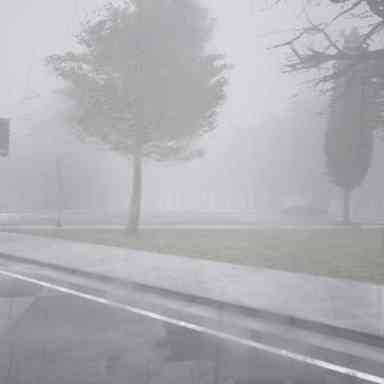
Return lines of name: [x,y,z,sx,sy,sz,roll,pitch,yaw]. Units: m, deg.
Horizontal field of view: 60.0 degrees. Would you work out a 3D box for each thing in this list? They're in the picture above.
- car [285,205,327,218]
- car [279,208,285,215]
car: [15.591,2.663,44.706,5.008,1.535,1.882,1,0,-11]
car: [15.017,2.622,47.906,5.008,1.535,1.882,1,0,-11]
